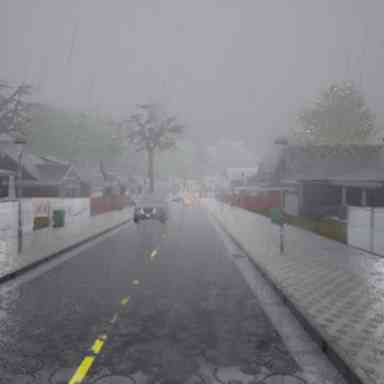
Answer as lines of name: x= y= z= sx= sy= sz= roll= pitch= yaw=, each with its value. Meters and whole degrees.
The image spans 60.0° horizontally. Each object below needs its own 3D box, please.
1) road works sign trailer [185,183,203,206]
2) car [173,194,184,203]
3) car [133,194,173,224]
road works sign trailer: x=0.360 y=0.329 z=51.569 sx=2.380 sy=3.560 sz=2.880 roll=0 pitch=0 yaw=-7
car: x=-2.757 y=1.187 z=66.135 sx=2.097 sy=1.767 sz=4.553 roll=0 pitch=0 yaw=0
car: x=-2.847 y=1.164 z=24.350 sx=2.150 sy=2.045 sz=5.566 roll=0 pitch=0 yaw=0
